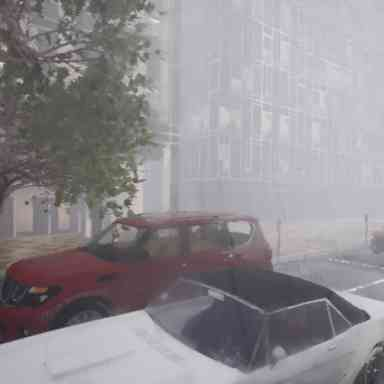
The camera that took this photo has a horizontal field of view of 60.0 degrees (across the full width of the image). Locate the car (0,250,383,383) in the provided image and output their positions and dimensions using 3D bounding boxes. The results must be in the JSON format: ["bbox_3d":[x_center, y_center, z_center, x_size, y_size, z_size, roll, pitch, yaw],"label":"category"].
[{"bbox_3d":[0.351,1.615,3.510,4.718,1.301,1.895,0,0,-36],"label":"car"}]

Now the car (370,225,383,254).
[{"bbox_3d":[8.548,1.638,12.676,4.507,1.381,1.887,0,1,-36],"label":"car"}]

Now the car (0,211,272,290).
[{"bbox_3d":[-0.648,1.334,6.088,5.009,1.841,2.192,0,0,-36],"label":"car"}]
